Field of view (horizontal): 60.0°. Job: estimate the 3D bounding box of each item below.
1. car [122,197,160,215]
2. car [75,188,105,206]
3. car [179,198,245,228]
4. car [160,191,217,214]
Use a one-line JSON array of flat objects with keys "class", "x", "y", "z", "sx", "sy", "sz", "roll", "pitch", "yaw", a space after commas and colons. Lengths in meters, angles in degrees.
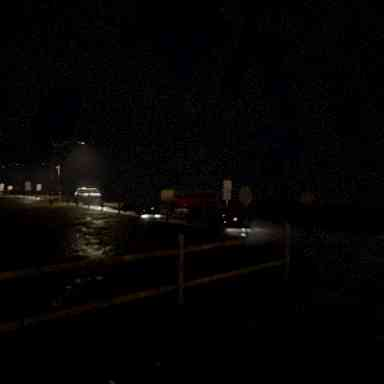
[{"class": "car", "x": -4.371, "y": 1.142, "z": 28.542, "sx": 1.994, "sy": 1.385, "sz": 4.181, "roll": 1, "pitch": 0, "yaw": -36}, {"class": "car", "x": -12.238, "y": 0.555, "z": 39.604, "sx": 2.150, "sy": 2.045, "sz": 5.566, "roll": 1, "pitch": 0, "yaw": -36}, {"class": "car", "x": 1.350, "y": 1.340, "z": 20.547, "sx": 1.994, "sy": 1.385, "sz": 4.181, "roll": 1, "pitch": 0, "yaw": -34}, {"class": "car", "x": -0.077, "y": 0.932, "z": 27.421, "sx": 2.150, "sy": 2.045, "sz": 5.566, "roll": 2, "pitch": 0, "yaw": -35}]
